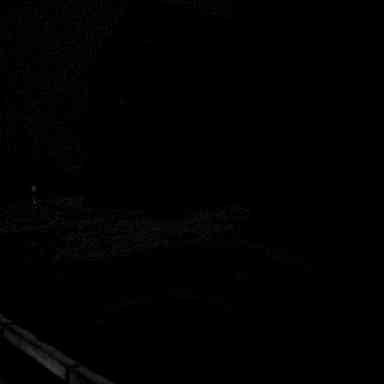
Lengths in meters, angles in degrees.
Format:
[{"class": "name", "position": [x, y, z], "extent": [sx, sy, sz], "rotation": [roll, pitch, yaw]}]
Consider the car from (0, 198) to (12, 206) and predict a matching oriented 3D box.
[{"class": "car", "position": [-28.284, 1.635, 48.398], "extent": [1.895, 1.301, 4.718], "rotation": [-4, 2, -1]}]
